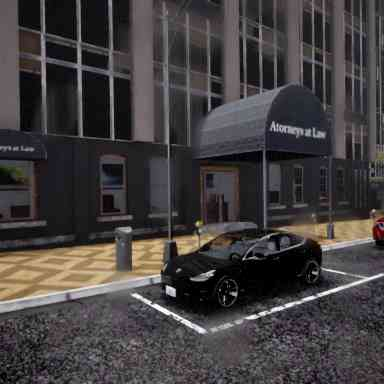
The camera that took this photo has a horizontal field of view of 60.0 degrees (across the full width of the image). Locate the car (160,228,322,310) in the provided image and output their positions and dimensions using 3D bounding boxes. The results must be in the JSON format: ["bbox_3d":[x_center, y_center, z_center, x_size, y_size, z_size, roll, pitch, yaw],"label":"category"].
[{"bbox_3d":[1.325,1.564,7.805,4.313,1.339,1.947,0,-1,-37],"label":"car"}]

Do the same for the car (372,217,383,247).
[{"bbox_3d":[9.603,1.310,14.003,5.009,1.841,2.192,0,-1,-37],"label":"car"}]
